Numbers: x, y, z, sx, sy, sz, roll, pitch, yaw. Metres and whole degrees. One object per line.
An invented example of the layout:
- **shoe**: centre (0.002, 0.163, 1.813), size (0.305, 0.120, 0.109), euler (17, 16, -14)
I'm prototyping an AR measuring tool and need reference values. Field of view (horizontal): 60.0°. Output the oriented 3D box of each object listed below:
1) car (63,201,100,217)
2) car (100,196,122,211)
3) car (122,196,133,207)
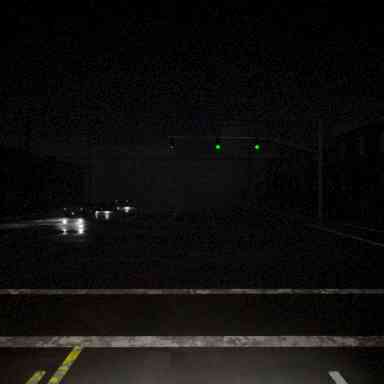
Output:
- **car**: centre (-10.583, 1.601, 31.738), size (1.895, 1.301, 4.718), euler (0, 0, 0)
- **car**: centre (-10.588, 1.547, 41.462), size (2.033, 1.411, 5.357), euler (0, 0, 0)
- **car**: centre (-10.576, 1.351, 51.964), size (2.097, 1.767, 4.553), euler (0, 0, 0)
